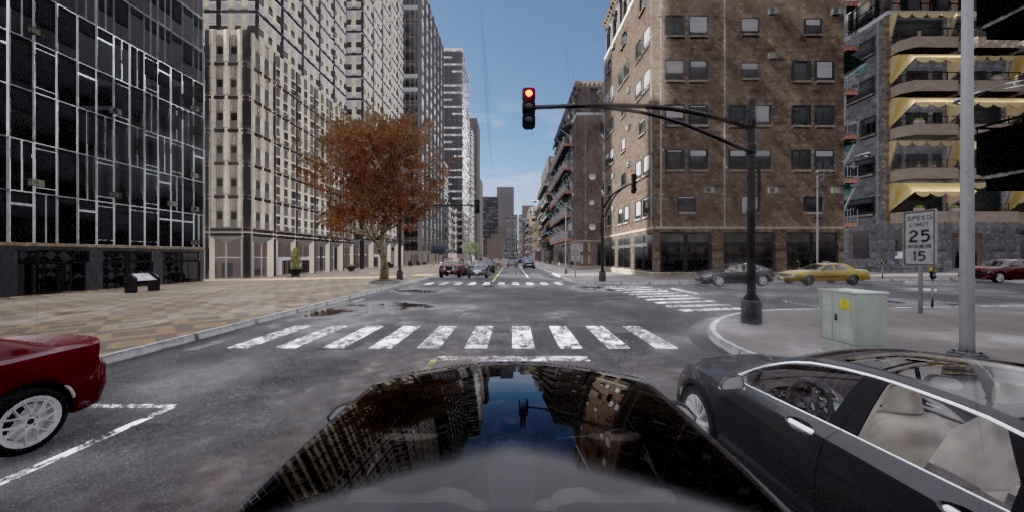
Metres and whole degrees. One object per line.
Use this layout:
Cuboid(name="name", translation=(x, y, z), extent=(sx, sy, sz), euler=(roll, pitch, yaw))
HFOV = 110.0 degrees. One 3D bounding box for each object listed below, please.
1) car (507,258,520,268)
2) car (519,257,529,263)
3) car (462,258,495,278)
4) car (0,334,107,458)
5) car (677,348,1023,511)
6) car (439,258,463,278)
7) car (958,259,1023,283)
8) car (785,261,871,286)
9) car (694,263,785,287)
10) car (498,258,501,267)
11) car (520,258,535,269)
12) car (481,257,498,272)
Cuboid(name="car", translation=(0.098, 1.284, 64.100), extent=(2.128, 1.511, 4.902), euler=(0, 0, 0))
Cuboid(name="car", translation=(2.685, 1.316, 62.503), extent=(1.751, 1.417, 4.829), euler=(0, 0, 0))
Cuboid(name="car", translation=(-3.103, 1.255, 34.209), extent=(2.128, 1.511, 4.902), euler=(0, 0, 0))
Cuboid(name="car", translation=(-5.691, 1.295, 2.331), extent=(1.888, 1.381, 4.507), euler=(0, 0, 0))
Cuboid(name="car", translation=(2.689, 1.300, 2.332), extent=(2.007, 1.370, 4.403), euler=(0, 0, 0))
Cuboid(name="car", translation=(-5.694, 1.079, 34.719), extent=(2.192, 1.841, 5.009), euler=(0, 0, 0))
Cuboid(name="car", translation=(30.135, 0.859, 21.919), extent=(4.507, 1.381, 1.888), euler=(0, 0, -1))
Cuboid(name="car", translation=(18.831, 0.993, 21.804), extent=(4.829, 1.417, 1.751), euler=(0, 0, -1))
Cuboid(name="car", translation=(13.434, 1.095, 21.749), extent=(4.403, 1.370, 2.007), euler=(0, 0, -1))
Cuboid(name="car", translation=(-3.097, 1.381, 53.099), extent=(1.895, 1.301, 4.718), euler=(0, 0, 0))
Cuboid(name="car", translation=(2.686, 1.349, 56.810), extent=(1.948, 1.339, 4.313), euler=(0, 0, 0))
Cuboid(name="car", translation=(-3.101, 1.123, 43.381), extent=(2.097, 1.767, 4.553), euler=(0, 0, 0))
